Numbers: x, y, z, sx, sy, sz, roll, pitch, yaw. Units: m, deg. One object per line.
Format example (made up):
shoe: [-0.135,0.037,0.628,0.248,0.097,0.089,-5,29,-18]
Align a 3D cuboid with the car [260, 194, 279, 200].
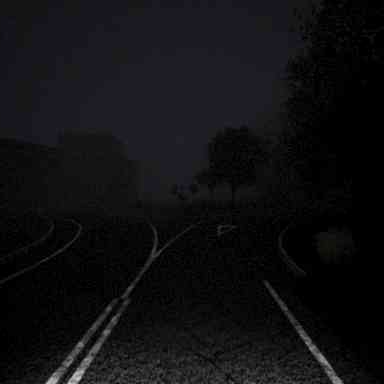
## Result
car: [20.607,1.408,88.717,4.792,1.488,2.163,0,1,3]

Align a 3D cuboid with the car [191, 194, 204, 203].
car: [1.041,1.289,60.878,1.994,1.385,4.181,0,0,-6]

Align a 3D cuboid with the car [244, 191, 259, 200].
car: [15.377,1.295,86.275,1.837,1.490,4.892,0,1,3]

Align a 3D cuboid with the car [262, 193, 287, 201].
car: [18.137,1.419,72.311,1.895,1.301,4.718,2,-2,-34]

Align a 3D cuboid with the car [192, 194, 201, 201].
car: [1.096,1.164,76.091,2.033,1.411,5.357,0,0,3]

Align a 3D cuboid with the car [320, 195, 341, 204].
car: [23.533,1.254,57.159,1.812,1.442,4.674,1,0,-12]

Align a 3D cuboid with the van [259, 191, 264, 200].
van: [20.336,1.213,85.948,4.442,1.987,1.878,0,1,3]
